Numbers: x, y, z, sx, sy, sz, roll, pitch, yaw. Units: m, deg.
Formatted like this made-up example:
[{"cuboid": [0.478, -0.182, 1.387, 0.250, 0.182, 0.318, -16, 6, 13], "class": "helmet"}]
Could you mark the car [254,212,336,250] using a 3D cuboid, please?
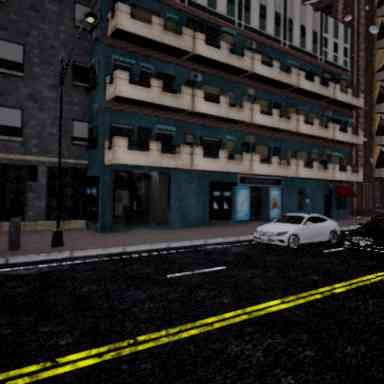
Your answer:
[{"cuboid": [4.897, 1.673, 15.152, 4.674, 1.442, 1.812, 1, 0, -35], "class": "car"}]

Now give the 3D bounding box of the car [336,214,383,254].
[{"cuboid": [8.162, 1.672, 13.487, 4.892, 1.490, 1.837, 1, -1, -35], "class": "car"}]
